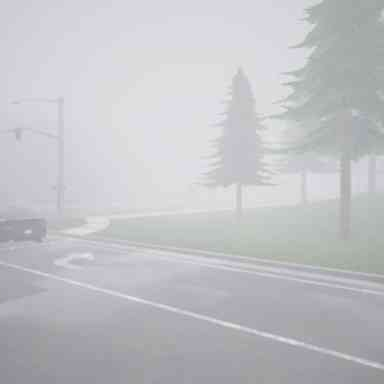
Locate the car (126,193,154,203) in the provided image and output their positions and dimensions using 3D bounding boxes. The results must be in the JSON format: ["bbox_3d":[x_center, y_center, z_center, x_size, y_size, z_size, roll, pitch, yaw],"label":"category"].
[{"bbox_3d":[-9.082,0.990,60.642,2.097,1.767,4.553,1,0,36],"label":"car"}]

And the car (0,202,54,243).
[{"bbox_3d":[-8.135,1.350,14.352,5.008,1.535,1.882,1,1,41],"label":"car"}]

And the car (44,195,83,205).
[{"bbox_3d":[-18.074,1.130,47.883,2.128,1.511,4.902,1,0,35],"label":"car"}]

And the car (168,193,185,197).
[{"bbox_3d":[-3.429,0.747,74.705,1.812,1.442,4.674,1,0,35],"label":"car"}]

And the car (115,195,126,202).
[{"bbox_3d":[-12.303,1.172,62.133,1.994,1.385,4.181,1,0,36],"label":"car"}]

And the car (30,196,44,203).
[{"bbox_3d":[-21.187,1.155,49.538,2.033,1.411,5.357,1,0,35],"label":"car"}]
